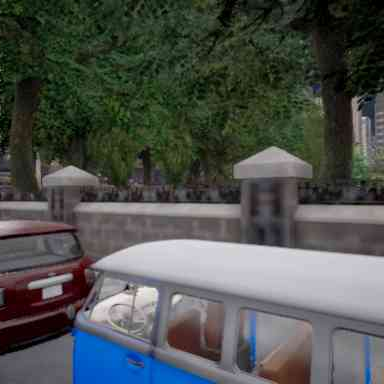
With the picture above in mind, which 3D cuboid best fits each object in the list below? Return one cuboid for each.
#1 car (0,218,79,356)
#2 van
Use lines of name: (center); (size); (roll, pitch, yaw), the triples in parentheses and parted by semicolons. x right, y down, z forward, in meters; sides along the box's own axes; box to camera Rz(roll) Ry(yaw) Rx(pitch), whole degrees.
car: (-3.722, 1.371, 5.619); (5.009, 1.841, 2.192); (-1, 0, 35)
van: (0.776, 1.347, 2.412); (3.998, 1.788, 1.690); (-1, 0, 35)
